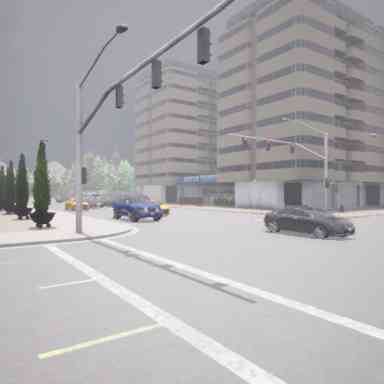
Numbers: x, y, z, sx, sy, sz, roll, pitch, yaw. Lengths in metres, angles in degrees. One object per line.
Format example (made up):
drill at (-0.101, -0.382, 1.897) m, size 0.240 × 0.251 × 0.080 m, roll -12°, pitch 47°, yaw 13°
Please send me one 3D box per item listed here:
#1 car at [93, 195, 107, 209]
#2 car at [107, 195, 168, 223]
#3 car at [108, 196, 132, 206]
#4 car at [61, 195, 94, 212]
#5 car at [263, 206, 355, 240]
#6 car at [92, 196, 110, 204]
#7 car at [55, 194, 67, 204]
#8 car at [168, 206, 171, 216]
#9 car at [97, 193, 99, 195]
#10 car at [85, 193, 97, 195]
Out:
car at (-13.478, 1.497, 45.356) m, size 2.128 × 1.511 × 4.902 m, roll 0°, pitch 0°, yaw -35°
car at (-4.405, 1.226, 26.160) m, size 2.150 × 2.045 × 5.566 m, roll 0°, pitch 0°, yaw -35°
car at (-12.199, 1.501, 56.122) m, size 2.128 × 1.511 × 4.902 m, roll 0°, pitch 0°, yaw -35°
car at (-13.648, 1.482, 39.461) m, size 1.882 × 1.535 × 5.008 m, roll 0°, pitch 0°, yaw -35°
car at (5.942, 1.511, 17.401) m, size 1.837 × 1.490 × 4.892 m, roll 0°, pitch 0°, yaw -35°
car at (-17.509, 1.514, 63.759) m, size 1.837 × 1.490 × 4.892 m, roll 0°, pitch 0°, yaw -34°
car at (-22.731, 1.167, 58.835) m, size 2.097 × 1.767 × 4.553 m, roll 0°, pitch 0°, yaw -35°
car at (-3.871, 1.484, 31.521) m, size 1.882 × 1.535 × 5.008 m, roll 0°, pitch 0°, yaw -35°
car at (-12.147, 1.360, 49.914) m, size 2.097 × 1.767 × 4.553 m, roll 0°, pitch 0°, yaw -35°
car at (-17.692, 1.229, 57.886) m, size 2.150 × 2.045 × 5.566 m, roll 0°, pitch 0°, yaw -34°
